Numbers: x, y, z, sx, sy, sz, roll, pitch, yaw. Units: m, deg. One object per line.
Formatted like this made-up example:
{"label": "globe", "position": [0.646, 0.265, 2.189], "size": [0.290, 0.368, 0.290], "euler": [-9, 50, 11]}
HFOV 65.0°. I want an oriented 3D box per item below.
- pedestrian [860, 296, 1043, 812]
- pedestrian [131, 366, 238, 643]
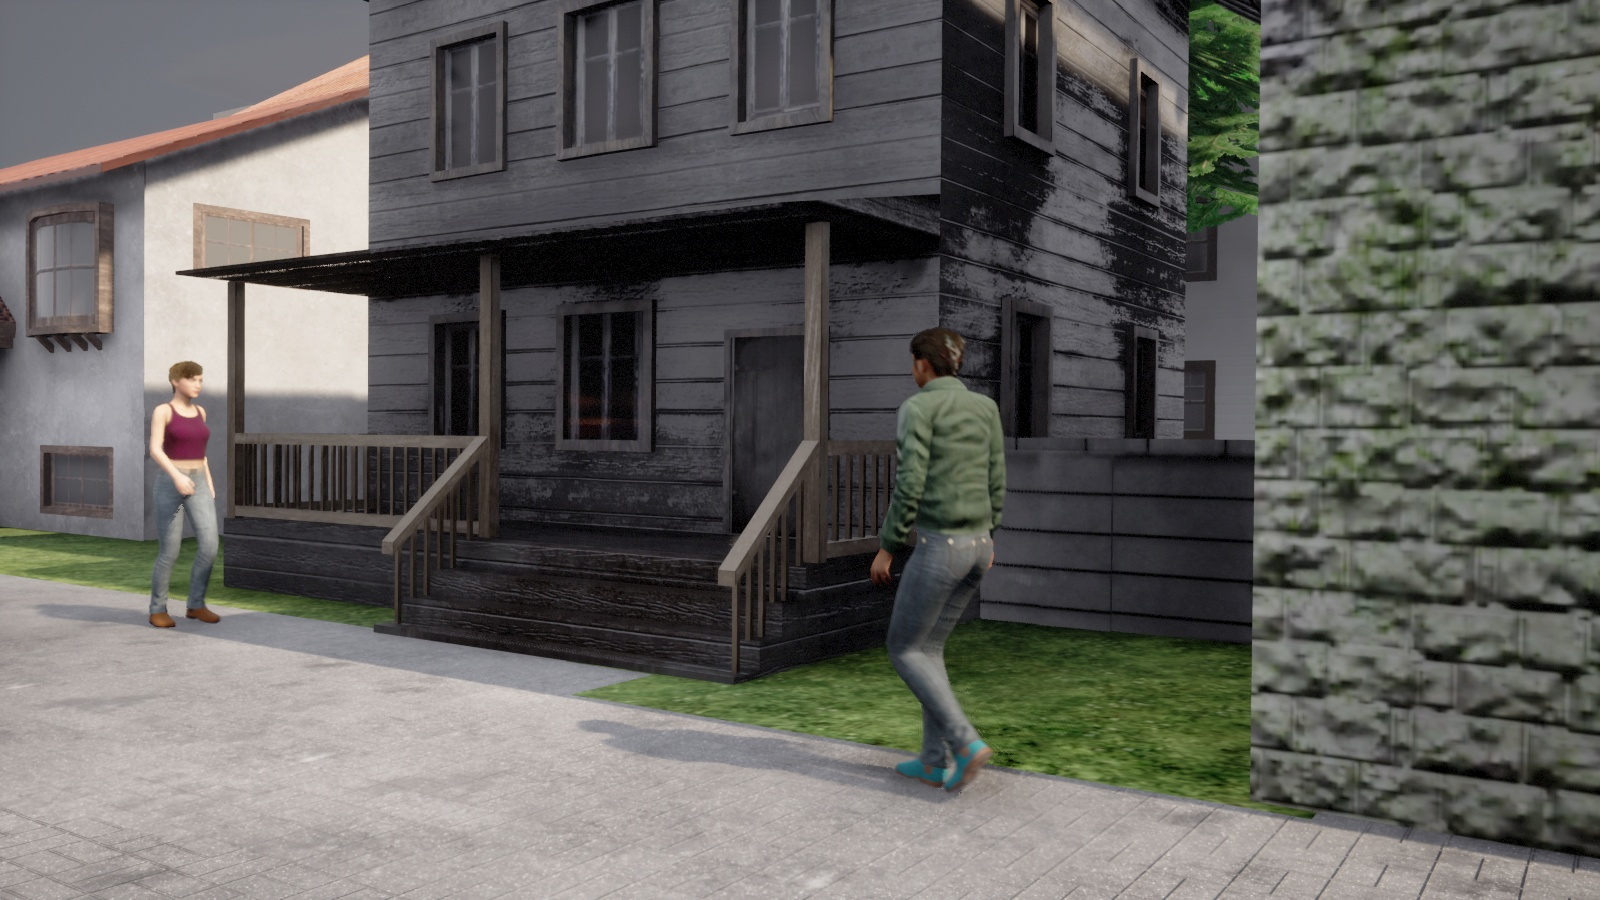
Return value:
{"label": "pedestrian", "position": [0.576, 0.370, 4.840], "size": [0.353, 1.847, 0.614], "euler": [-1, 1, -40]}
{"label": "pedestrian", "position": [-4.214, 0.362, 8.604], "size": [0.594, 1.836, 0.345], "euler": [0, 1, 28]}
